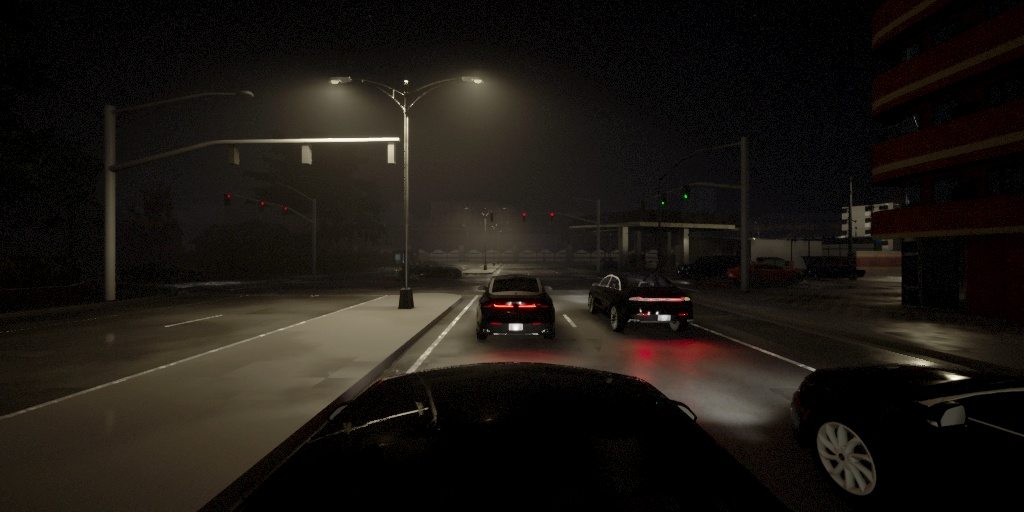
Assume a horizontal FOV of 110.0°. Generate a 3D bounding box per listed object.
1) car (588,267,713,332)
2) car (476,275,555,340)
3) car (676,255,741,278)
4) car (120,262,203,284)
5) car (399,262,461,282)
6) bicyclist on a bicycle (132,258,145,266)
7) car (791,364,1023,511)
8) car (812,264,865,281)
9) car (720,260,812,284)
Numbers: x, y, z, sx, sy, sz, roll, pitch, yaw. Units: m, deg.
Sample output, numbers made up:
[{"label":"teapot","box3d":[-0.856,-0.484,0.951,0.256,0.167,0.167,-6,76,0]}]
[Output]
[{"label":"car","box3d":[3.601,1.241,10.860,2.128,1.511,4.902,0,0,0]},{"label":"car","box3d":[0.094,1.254,10.004,1.837,1.490,4.892,0,0,0]},{"label":"car","box3d":[16.627,0.970,29.858,5.566,2.045,2.150,0,0,-1]},{"label":"car","box3d":[-25.605,1.226,26.323,5.008,1.535,1.882,0,0,0]},{"label":"car","box3d":[-6.549,1.239,28.891,4.902,1.511,2.128,0,0,-21]},{"label":"bicyclist on a bicycle","box3d":[-38.235,1.051,36.726,0.582,1.620,1.656,0,0,0]},{"label":"car","box3d":[3.600,1.255,1.452,1.837,1.490,4.892,0,0,0]},{"label":"car","box3d":[26.414,1.349,30.001,4.718,1.301,1.895,0,0,-1]},{"label":"car","box3d":[18.434,1.226,26.189,5.008,1.535,1.882,0,0,-1]}]
